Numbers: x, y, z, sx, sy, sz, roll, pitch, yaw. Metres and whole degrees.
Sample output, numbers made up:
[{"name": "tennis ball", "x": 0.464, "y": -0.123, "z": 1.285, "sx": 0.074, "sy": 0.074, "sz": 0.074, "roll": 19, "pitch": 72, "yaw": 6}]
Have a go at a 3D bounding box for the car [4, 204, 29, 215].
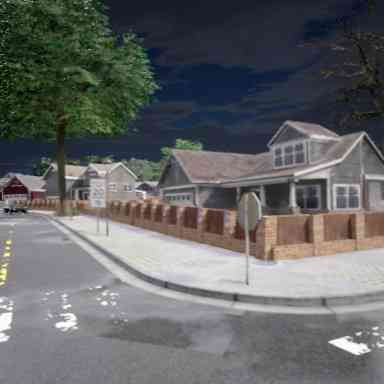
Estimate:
[{"name": "car", "x": -22.125, "y": 2.110, "z": 41.754, "sx": 1.895, "sy": 1.301, "sz": 4.718, "roll": 1, "pitch": -2, "yaw": -40}]
